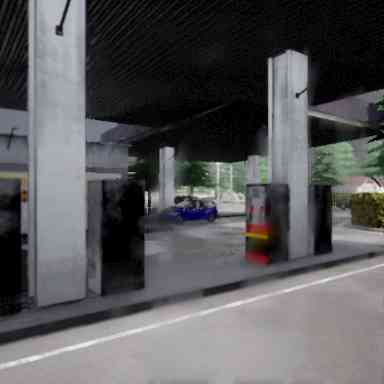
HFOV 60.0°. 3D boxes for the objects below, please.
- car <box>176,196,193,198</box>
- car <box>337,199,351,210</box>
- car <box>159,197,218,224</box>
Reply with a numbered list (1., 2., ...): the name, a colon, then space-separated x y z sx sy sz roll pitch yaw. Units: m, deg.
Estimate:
1. car: -0.037 1.290 31.989 3.866 1.878 1.905 0 0 -36
2. car: 18.551 1.272 36.698 2.128 1.511 4.902 0 1 -36
3. car: -0.238 1.463 24.860 4.611 1.667 2.242 0 0 -36
